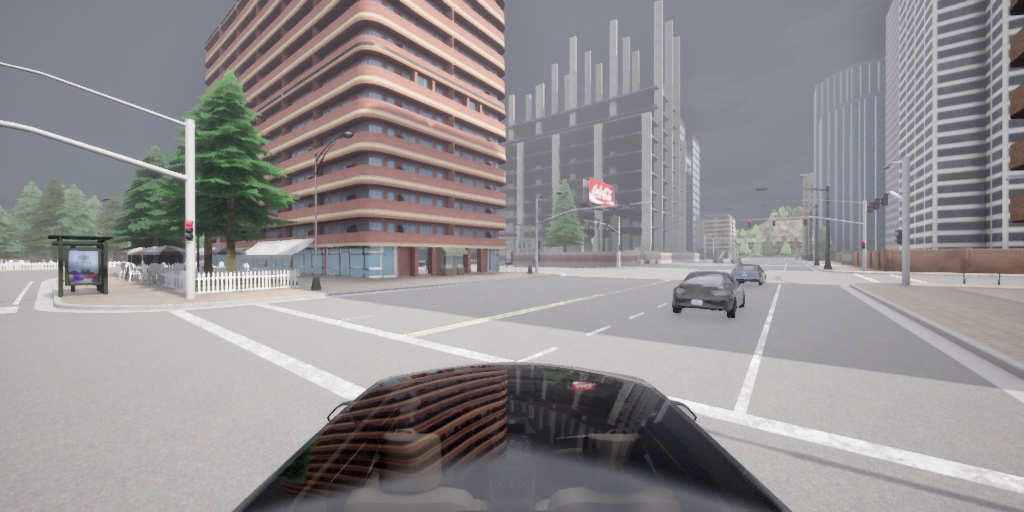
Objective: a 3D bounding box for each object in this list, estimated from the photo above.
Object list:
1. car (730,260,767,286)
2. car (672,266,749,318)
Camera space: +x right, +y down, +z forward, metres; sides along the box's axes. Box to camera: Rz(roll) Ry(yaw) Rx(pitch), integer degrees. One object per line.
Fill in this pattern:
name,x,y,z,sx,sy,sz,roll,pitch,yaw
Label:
car,16.288,1.242,24.721,2.033,1.411,5.357,0,0,38
car,7.107,1.254,12.860,1.812,1.442,4.674,0,0,38
